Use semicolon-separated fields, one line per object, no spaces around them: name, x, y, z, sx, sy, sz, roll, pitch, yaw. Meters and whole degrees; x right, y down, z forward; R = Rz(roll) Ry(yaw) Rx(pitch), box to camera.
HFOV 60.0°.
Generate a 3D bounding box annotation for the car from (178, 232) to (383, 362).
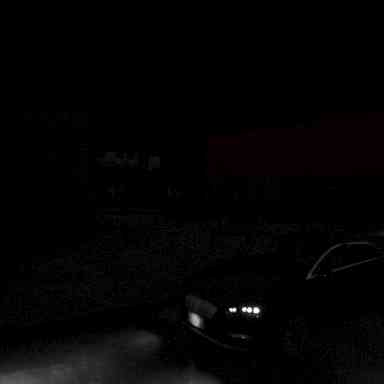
car;2.050;1.546;6.063;4.902;1.511;2.128;1;0;-35
